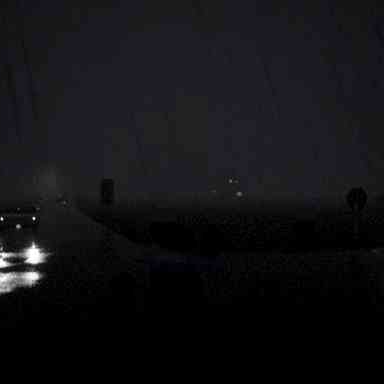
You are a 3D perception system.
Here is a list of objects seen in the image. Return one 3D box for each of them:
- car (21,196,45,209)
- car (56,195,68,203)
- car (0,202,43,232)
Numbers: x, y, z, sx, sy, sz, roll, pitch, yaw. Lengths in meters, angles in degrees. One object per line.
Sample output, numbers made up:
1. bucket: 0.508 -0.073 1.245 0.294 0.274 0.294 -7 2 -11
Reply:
1. car: -13.968 1.338 28.649 1.812 1.442 4.674 1 0 -23
2. car: -23.100 1.235 59.009 2.033 1.411 5.357 1 0 -21
3. car: -9.931 1.468 19.365 1.895 1.301 4.718 1 0 -24
